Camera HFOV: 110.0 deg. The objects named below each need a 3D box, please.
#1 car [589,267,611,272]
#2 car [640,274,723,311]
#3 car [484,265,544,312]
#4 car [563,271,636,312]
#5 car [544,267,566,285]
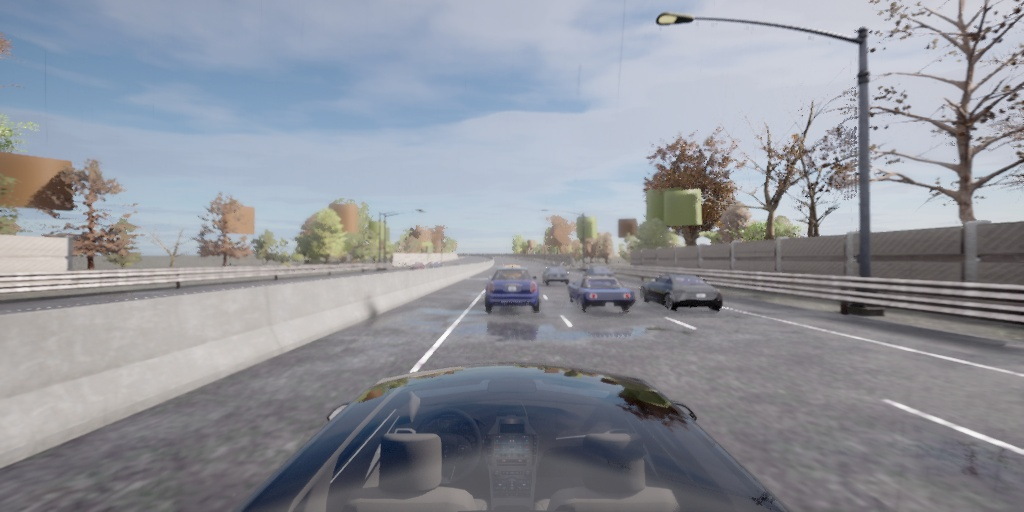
[{"bbox_3d":[7.021,1.587,29.366,2.033,1.411,5.357,0,-1,1],"label":"car"},{"bbox_3d":[7.028,1.457,15.309,1.994,1.385,4.181,0,-1,1],"label":"car"},{"bbox_3d":[0.027,1.243,15.267,2.097,1.767,4.553,0,-1,0],"label":"car"},{"bbox_3d":[3.524,1.491,15.086,1.895,1.301,4.718,0,-1,1],"label":"car"},{"bbox_3d":[3.522,1.586,29.345,2.033,1.411,5.357,0,-1,0],"label":"car"}]
